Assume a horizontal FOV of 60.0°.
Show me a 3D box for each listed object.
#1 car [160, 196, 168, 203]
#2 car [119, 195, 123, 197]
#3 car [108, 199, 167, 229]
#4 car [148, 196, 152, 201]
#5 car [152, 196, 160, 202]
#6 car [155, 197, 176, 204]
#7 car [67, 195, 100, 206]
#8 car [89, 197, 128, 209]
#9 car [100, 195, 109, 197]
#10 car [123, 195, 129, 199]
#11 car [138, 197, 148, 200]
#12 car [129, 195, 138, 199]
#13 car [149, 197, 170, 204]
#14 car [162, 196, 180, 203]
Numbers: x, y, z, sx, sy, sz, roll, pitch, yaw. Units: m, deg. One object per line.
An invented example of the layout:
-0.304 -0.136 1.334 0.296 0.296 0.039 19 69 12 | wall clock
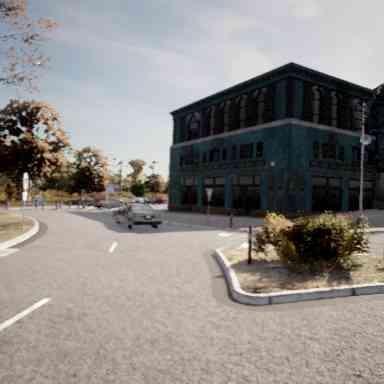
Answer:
-9.377 1.857 79.496 5.566 2.045 2.435 1 0 5 | car
-16.794 1.546 63.307 5.566 2.045 2.435 1 -1 4 | car
-3.524 1.433 20.831 2.033 1.411 5.357 2 0 -26 | car
-11.857 1.918 74.115 4.553 1.767 2.185 1 0 5 | car
-10.656 2.110 76.808 4.792 1.488 2.163 1 0 5 | car
-6.764 2.134 84.852 5.008 1.535 2.097 1 0 6 | car
-19.231 1.651 57.861 4.892 1.521 2.231 1 -1 3 | car
-12.286 1.837 49.456 2.033 1.411 5.357 2 -1 21 | car
-18.061 1.471 60.586 5.566 2.045 2.435 1 -1 4 | car
-15.640 1.744 66.014 4.553 1.767 2.185 1 -1 4 | car
-13.108 1.744 71.424 5.566 2.045 2.435 1 -1 5 | car
-14.571 1.931 68.719 5.366 1.575 1.946 1 -1 4 | car
-8.071 2.127 82.185 4.892 1.521 2.231 1 0 6 | car
-5.488 2.011 87.531 4.553 1.767 2.185 1 0 6 | car
